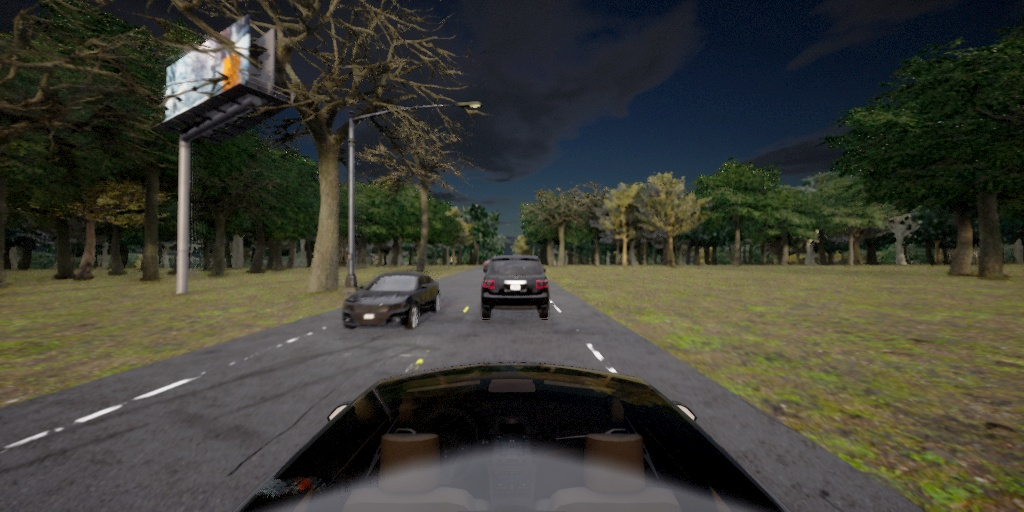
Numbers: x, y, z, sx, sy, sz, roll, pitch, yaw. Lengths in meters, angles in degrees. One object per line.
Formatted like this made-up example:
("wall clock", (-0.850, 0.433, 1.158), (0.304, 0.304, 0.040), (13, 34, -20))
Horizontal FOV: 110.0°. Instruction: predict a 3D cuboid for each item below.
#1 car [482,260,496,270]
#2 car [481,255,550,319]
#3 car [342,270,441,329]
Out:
("car", (-3.549, 1.375, 55.857), (1.882, 1.535, 5.008), (0, 0, 0))
("car", (0.102, 1.004, 13.098), (2.150, 2.045, 5.566), (0, 0, 0))
("car", (-3.599, 1.256, 11.526), (1.882, 1.535, 5.008), (0, 0, 0))
